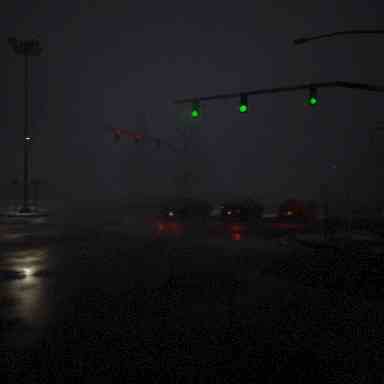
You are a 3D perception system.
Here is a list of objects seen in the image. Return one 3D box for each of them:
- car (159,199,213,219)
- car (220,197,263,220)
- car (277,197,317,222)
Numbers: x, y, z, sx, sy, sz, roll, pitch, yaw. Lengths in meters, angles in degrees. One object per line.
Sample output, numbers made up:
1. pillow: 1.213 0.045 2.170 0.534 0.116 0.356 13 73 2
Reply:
1. car: -0.267 1.118 23.598 1.895 1.301 4.718 1 1 29
2. car: 3.520 1.103 23.202 1.812 1.442 4.674 1 1 29
3. car: 7.230 1.117 22.671 1.882 1.535 5.008 1 1 29
